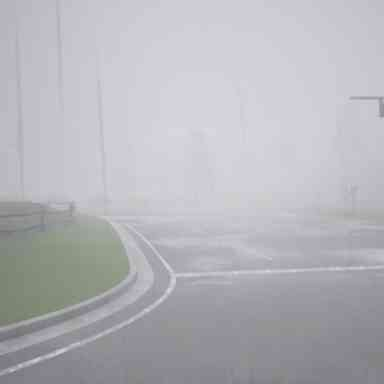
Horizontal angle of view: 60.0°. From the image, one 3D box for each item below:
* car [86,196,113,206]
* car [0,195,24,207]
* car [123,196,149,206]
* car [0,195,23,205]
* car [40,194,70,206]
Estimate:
[{"bbox_3d":[-15.086,1.348,53.912,4.553,1.767,2.097,0,0,32],"label":"car"},{"bbox_3d":[-29.155,1.560,52.224,5.357,1.411,2.033,0,0,15],"label":"car"},{"bbox_3d":[-9.165,1.467,54.268,5.008,1.535,1.882,0,0,36],"label":"car"},{"bbox_3d":[-33.323,1.366,60.179,4.553,1.767,2.097,0,0,7],"label":"car"},{"bbox_3d":[-21.947,1.495,53.225,4.902,1.511,2.128,0,0,24],"label":"car"}]
